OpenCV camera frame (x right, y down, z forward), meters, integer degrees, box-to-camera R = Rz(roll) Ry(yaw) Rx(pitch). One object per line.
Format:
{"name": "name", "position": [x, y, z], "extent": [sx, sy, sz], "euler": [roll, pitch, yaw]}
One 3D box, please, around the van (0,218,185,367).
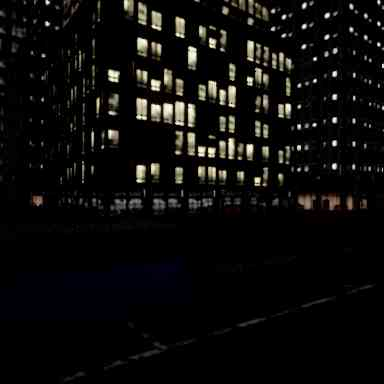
{"name": "van", "position": [-2.017, 1.355, 5.282], "extent": [3.998, 1.788, 1.690], "euler": [1, -1, -36]}
